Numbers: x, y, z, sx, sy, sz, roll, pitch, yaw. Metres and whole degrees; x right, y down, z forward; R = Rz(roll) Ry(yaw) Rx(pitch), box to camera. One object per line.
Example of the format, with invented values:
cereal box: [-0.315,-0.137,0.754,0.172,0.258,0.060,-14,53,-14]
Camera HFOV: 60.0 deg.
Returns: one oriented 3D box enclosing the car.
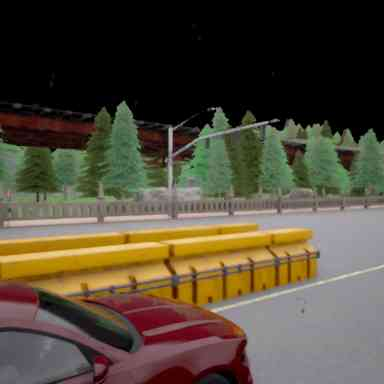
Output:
car: [-1.699,1.478,2.530,5.008,1.535,1.882,0,0,-36]
